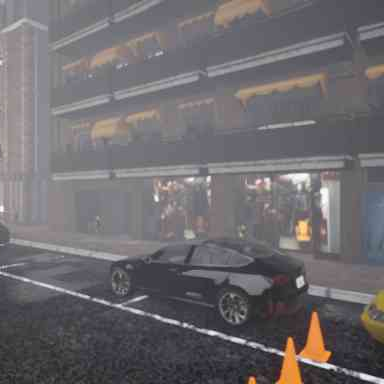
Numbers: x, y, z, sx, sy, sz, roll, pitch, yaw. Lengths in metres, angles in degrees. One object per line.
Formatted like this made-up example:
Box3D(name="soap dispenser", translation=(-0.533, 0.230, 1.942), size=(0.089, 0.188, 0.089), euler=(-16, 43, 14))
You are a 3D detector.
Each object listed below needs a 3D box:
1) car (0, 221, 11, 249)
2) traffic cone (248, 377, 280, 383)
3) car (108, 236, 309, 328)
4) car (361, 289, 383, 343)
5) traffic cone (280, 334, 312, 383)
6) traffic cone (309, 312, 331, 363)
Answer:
Box3D(name="car", translation=(-9.030, 1.607, 13.468), size=(4.403, 1.369, 2.008), euler=(0, 0, 36))
Box3D(name="traffic cone", translation=(0.538, 1.960, 2.978), size=(0.340, 0.580, 0.340), euler=(0, 0, 36))
Box3D(name="car", translation=(0.159, 1.580, 6.896), size=(4.313, 1.339, 1.947), euler=(0, 0, 36))
Box3D(name="car", translation=(4.615, 1.519, 3.708), size=(4.829, 1.417, 1.752), euler=(0, 0, 36))
Box3D(name="traffic cone", translation=(1.119, 1.960, 3.791), size=(0.340, 0.580, 0.340), euler=(0, 0, 36))
Box3D(name="traffic cone", translation=(1.701, 1.960, 4.604), size=(0.340, 0.580, 0.340), euler=(0, 0, 36))
